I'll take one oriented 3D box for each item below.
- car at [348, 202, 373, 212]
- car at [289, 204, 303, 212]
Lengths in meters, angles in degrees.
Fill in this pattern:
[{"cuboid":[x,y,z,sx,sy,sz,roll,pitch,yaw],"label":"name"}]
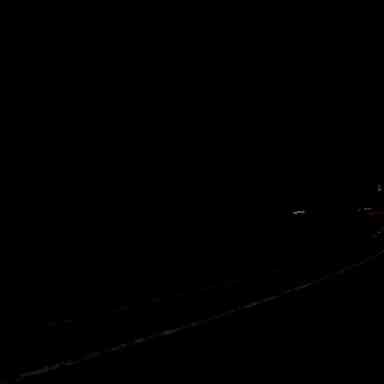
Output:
[{"cuboid":[26.383,2.352,52.238,1.837,1.490,4.892,-4,-3,-2],"label":"car"},{"cuboid":[22.469,3.469,71.987,1.837,1.490,4.892,-4,-2,-2],"label":"car"}]
